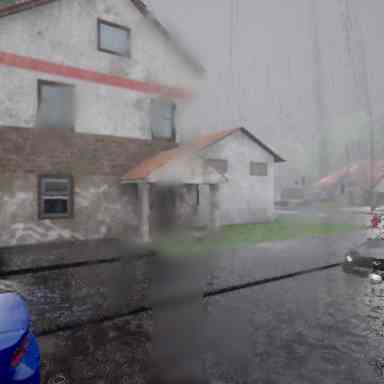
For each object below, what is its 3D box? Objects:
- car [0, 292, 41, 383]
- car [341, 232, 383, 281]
[{"bbox_3d":[-3.661,1.479,1.997,5.008,1.535,1.882,0,0,-35],"label":"car"},{"bbox_3d":[6.330,1.533,9.073,5.357,1.411,2.033,0,0,-35],"label":"car"}]
